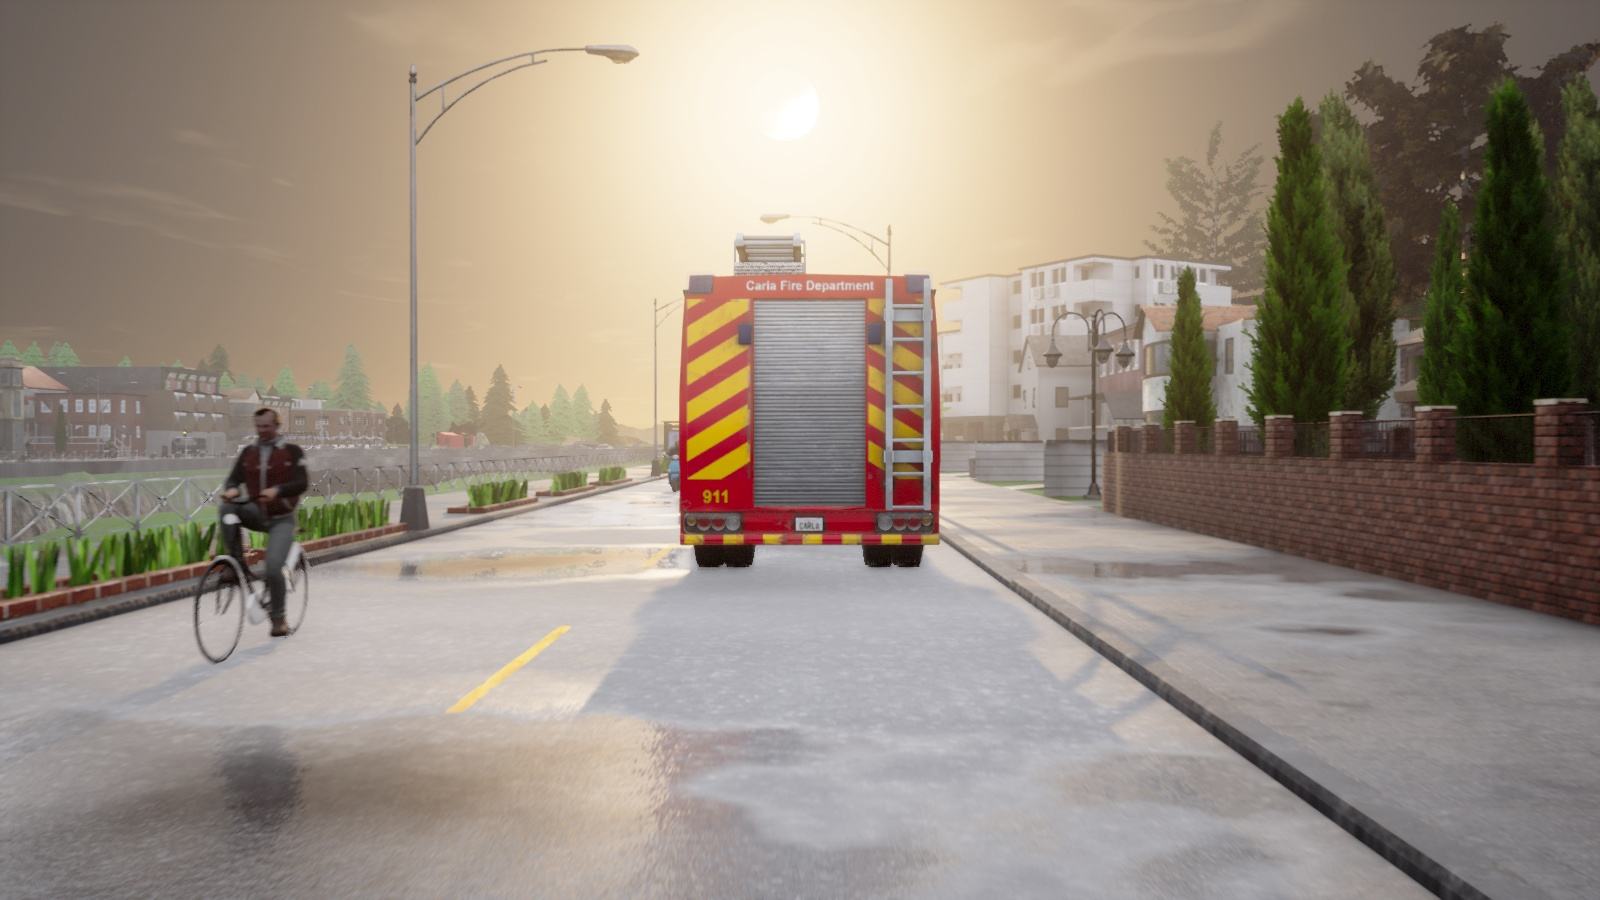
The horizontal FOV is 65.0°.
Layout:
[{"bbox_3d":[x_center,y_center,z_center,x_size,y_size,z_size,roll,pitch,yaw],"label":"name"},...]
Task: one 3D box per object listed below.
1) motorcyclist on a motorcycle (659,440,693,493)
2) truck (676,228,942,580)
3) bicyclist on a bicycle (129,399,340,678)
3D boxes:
[{"bbox_3d":[-3.765,0.481,38.276,0.866,1.590,1.817,0,0,0],"label":"motorcyclist on a motorcycle"},{"bbox_3d":[0.119,-0.519,17.897,2.891,3.827,8.468,0,0,0],"label":"truck"},{"bbox_3d":[-3.934,0.564,8.912,0.659,1.776,1.843,0,0,0],"label":"bicyclist on a bicycle"}]
